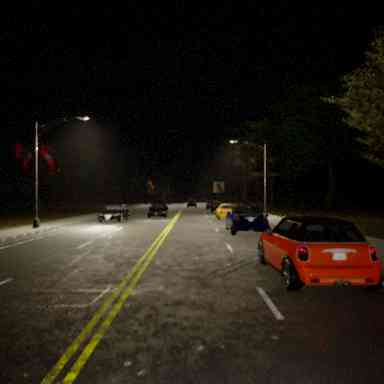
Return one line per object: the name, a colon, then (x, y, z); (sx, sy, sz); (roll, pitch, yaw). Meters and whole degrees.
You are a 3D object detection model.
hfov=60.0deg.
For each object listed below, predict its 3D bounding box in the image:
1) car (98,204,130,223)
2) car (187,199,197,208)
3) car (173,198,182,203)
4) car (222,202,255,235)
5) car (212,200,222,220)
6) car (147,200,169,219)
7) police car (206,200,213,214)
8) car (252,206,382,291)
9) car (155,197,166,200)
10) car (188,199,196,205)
car: (-6.608, 1.795, 28.584); (2.128, 1.511, 4.902); (0, -1, 0)
car: (-0.021, 2.218, 62.077); (2.033, 1.411, 5.357); (0, -1, 0)
car: (-3.276, 1.931, 74.272); (1.882, 1.535, 5.008); (0, -1, 0)
car: (3.244, 1.568, 20.445); (2.097, 1.767, 4.553); (0, -1, 0)
car: (3.240, 1.793, 31.665); (1.801, 1.575, 5.366); (0, -1, 0)
car: (-3.357, 1.838, 33.885); (1.882, 1.535, 5.008); (0, -1, 0)
police car: (3.236, 1.881, 42.587); (1.930, 1.638, 5.238); (0, -1, 0)
car: (3.247, 1.452, 9.444); (2.097, 1.767, 4.553); (0, -1, 0)
car: (-6.524, 1.977, 69.672); (2.150, 2.045, 5.566); (0, -1, 0)
car: (-0.028, 2.379, 80.462); (1.895, 1.301, 4.718); (0, -1, 0)
